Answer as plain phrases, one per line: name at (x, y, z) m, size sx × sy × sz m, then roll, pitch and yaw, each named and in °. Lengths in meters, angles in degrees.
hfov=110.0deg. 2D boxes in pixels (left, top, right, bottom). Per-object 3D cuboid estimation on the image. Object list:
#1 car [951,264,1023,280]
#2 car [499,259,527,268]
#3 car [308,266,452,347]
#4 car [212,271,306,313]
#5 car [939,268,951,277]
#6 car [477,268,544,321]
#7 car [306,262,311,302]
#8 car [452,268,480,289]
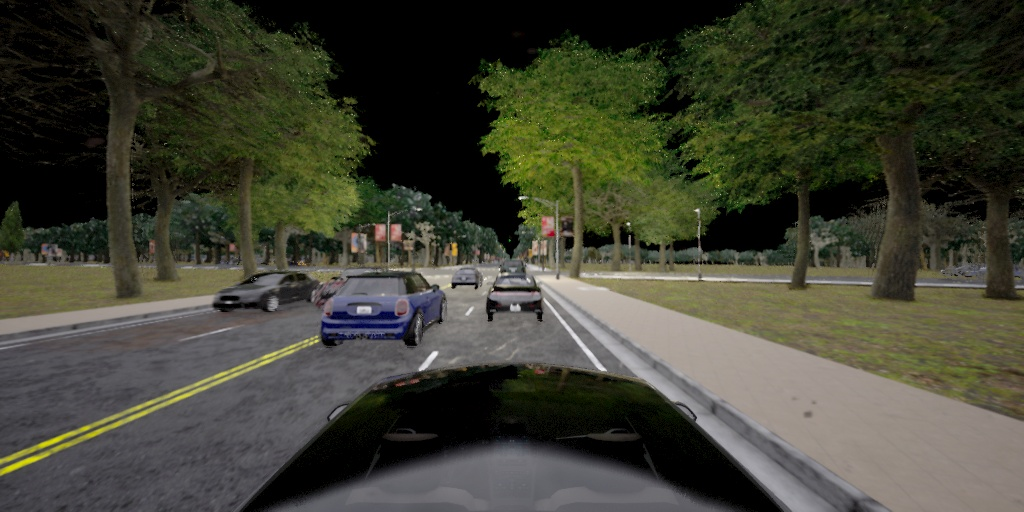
car at (49.439, 1.642, 36.520) m, size 5.357 × 1.411 × 2.033 m, roll 0°, pitch -1°, yaw 23°
car at (0.096, 1.292, 30.781) m, size 2.150 × 2.045 × 5.566 m, roll 0°, pitch -1°, yaw 0°
car at (-3.149, 1.188, 9.764) m, size 2.097 × 1.767 × 4.553 m, roll 0°, pitch -1°, yaw 0°
car at (-9.850, 1.396, 14.905) m, size 1.837 × 1.490 × 4.892 m, roll 0°, pitch -1°, yaw 0°
car at (50.724, 1.661, 39.505) m, size 4.902 × 1.511 × 2.128 m, roll 0°, pitch -1°, yaw 23°
car at (0.099, 1.363, 13.042) m, size 2.128 × 1.511 × 4.902 m, roll 0°, pitch -1°, yaw 0°
car at (-6.599, 1.253, 15.738) m, size 2.097 × 1.767 × 4.553 m, roll 0°, pitch -1°, yaw 0°
car at (-3.152, 1.563, 25.897) m, size 2.033 × 1.411 × 5.357 m, roll 0°, pitch -1°, yaw 0°
